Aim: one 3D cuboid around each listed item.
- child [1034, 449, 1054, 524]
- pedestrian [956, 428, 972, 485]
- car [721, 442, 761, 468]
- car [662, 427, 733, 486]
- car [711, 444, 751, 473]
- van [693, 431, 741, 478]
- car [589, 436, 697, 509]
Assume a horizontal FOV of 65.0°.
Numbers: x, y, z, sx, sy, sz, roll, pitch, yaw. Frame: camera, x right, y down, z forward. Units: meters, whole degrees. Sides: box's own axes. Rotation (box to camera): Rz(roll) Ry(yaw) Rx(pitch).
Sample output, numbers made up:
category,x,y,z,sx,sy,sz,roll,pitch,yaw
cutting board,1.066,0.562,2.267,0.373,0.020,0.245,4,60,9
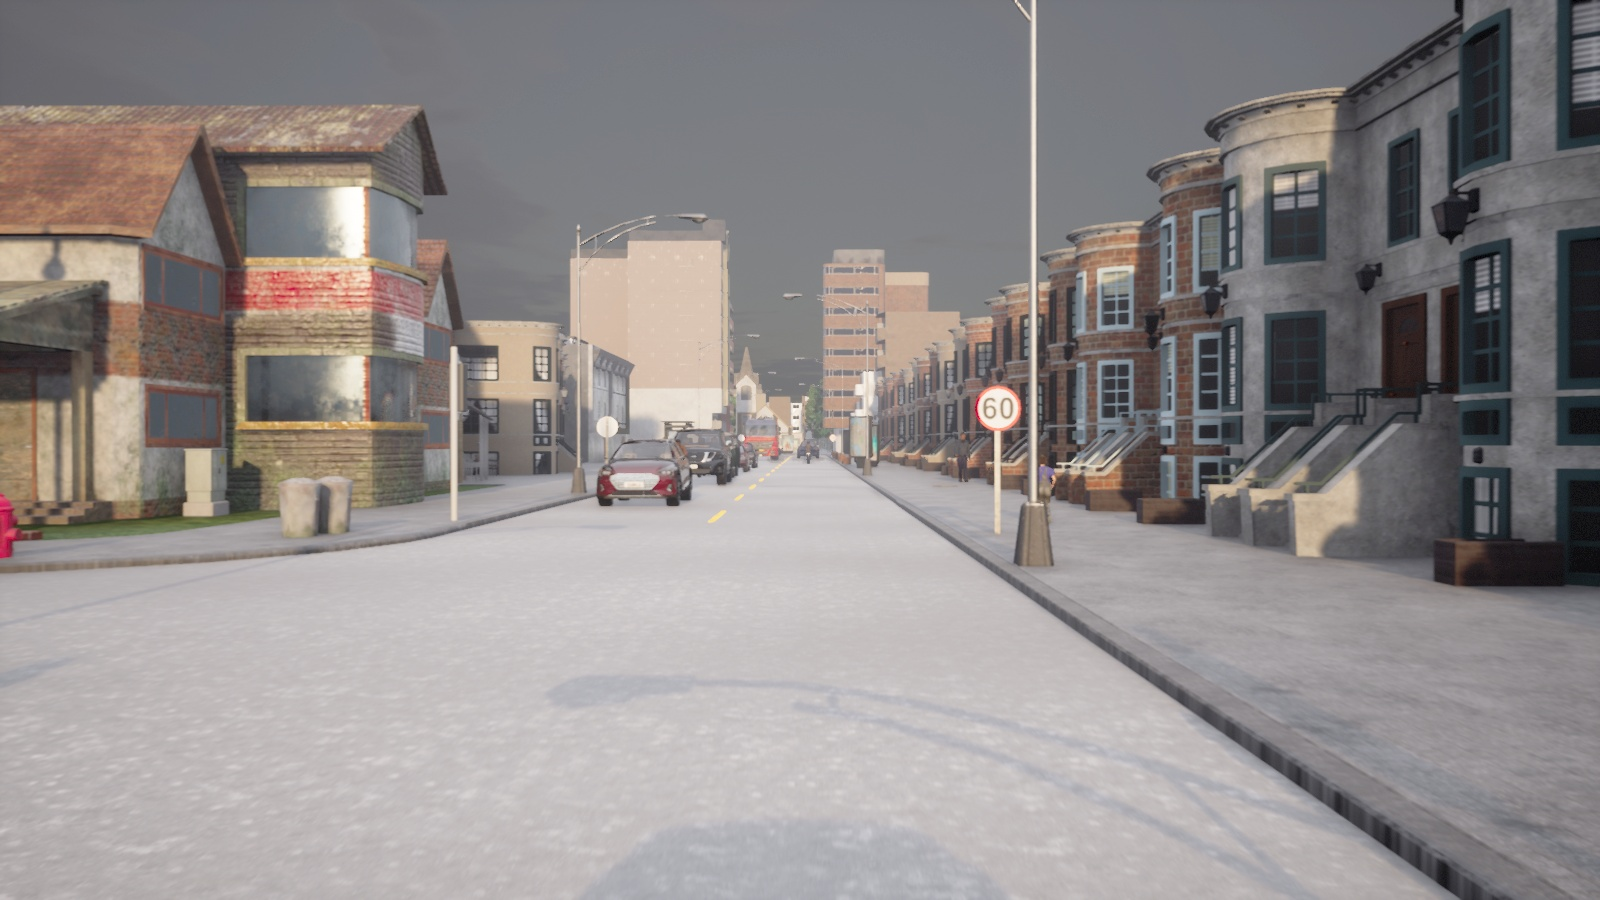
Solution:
category,x,y,z,sx,sy,sz,roll,pitch,yaw
child,4.197,0.619,21.608,0.270,1.263,0.437,0,0,1
pedestrian,5.695,0.218,43.603,0.423,1.949,0.788,0,0,-3
car,-3.494,0.281,75.187,2.128,1.511,4.902,0,0,0
car,-3.690,0.205,46.194,2.150,2.045,5.566,0,0,0
car,-3.565,0.406,65.283,1.812,1.442,4.674,0,0,0
van,-3.626,0.187,55.489,1.775,1.987,4.442,0,0,0
car,-3.786,0.500,31.129,2.033,1.649,4.856,0,0,1
